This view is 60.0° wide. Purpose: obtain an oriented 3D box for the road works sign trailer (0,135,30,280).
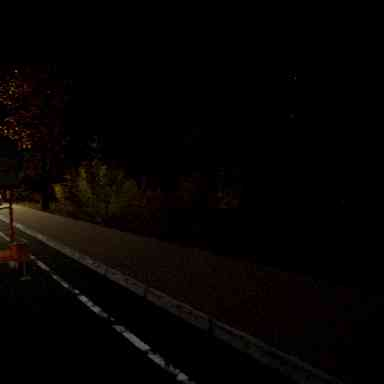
[{"bbox_3d":[-5.659,0.329,8.455,2.380,3.560,2.880,-2,2,-37],"label":"road works sign trailer"}]
